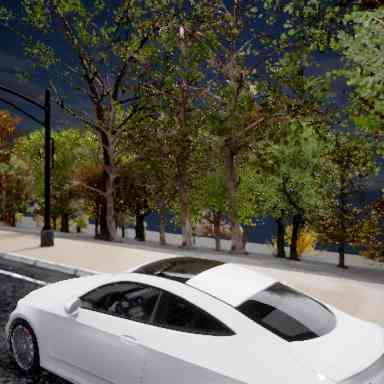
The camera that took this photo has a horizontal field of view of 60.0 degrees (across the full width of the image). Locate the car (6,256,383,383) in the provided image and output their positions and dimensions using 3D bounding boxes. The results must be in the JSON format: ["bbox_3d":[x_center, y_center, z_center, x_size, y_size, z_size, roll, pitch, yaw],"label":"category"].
[{"bbox_3d":[-0.288,1.524,3.890,4.674,1.442,1.812,0,0,36],"label":"car"}]
